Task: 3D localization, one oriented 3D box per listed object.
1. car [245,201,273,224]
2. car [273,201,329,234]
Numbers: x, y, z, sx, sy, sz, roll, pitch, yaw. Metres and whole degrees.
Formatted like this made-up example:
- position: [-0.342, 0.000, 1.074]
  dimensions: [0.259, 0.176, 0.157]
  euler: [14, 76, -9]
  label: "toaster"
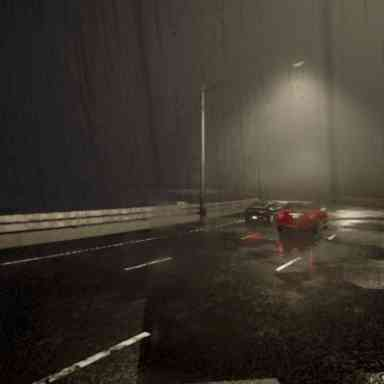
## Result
- position: [5.331, 1.433, 24.303]
  dimensions: [1.837, 1.490, 4.892]
  euler: [1, 0, 28]
  label: "car"
- position: [6.498, 1.299, 19.202]
  dimensions: [2.097, 1.767, 4.553]
  euler: [0, 0, 30]
  label: "car"
